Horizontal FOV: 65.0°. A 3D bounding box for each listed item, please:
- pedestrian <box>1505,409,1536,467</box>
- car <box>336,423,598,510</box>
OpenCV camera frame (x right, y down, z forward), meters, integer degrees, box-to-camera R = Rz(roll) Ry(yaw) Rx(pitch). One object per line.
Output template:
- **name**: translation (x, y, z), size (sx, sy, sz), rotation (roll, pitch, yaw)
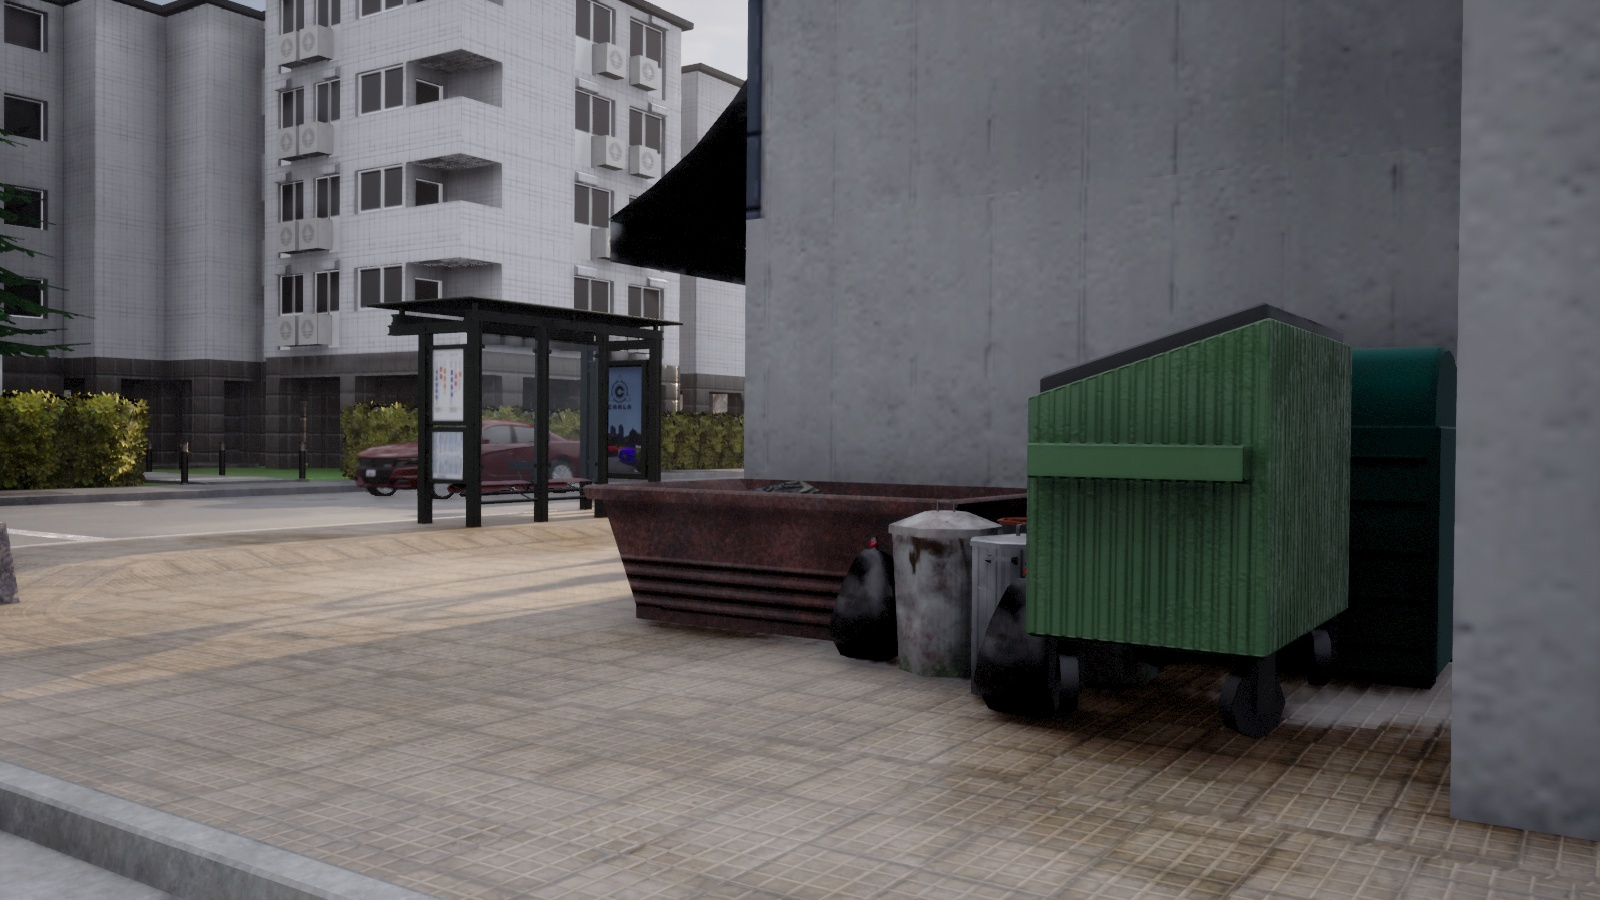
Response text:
- **pedestrian**: translation (23.926, -0.400, 41.712), size (0.849, 1.883, 0.563), rotation (0, 1, 28)
- **car**: translation (-6.454, 0.250, 24.956), size (1.882, 1.535, 5.008), rotation (0, 1, 34)
